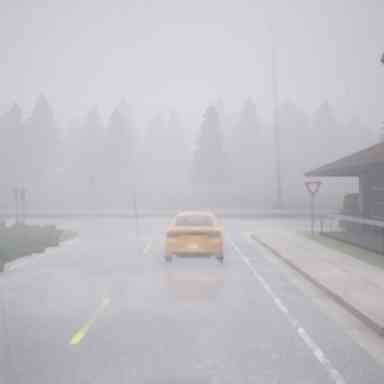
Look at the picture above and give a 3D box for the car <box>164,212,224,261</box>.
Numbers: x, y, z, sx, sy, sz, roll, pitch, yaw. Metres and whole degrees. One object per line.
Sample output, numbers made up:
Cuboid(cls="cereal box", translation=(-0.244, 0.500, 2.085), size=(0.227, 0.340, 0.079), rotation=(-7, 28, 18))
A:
Cuboid(cls="car", translation=(0.144, 1.447, 12.182), size=(1.882, 1.535, 5.008), rotation=(0, 0, 2))
